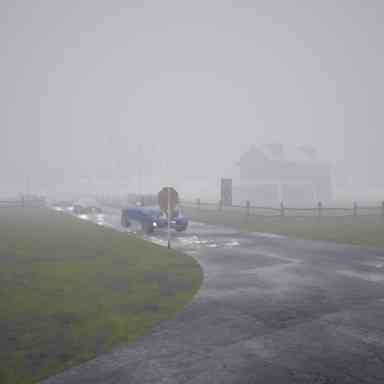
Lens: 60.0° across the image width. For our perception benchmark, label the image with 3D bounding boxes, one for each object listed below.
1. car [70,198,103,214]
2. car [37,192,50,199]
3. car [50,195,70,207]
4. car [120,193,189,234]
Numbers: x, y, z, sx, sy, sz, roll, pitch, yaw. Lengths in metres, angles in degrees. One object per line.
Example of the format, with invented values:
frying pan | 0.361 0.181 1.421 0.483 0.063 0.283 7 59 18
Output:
car | -9.989 1.305 31.797 1.812 1.442 4.674 0 0 -31
car | -35.029 0.893 79.723 2.128 1.511 4.902 0 0 -31
car | -17.069 1.205 43.861 1.812 1.442 4.674 0 0 -30
car | -2.308 1.104 18.799 2.150 2.045 5.566 0 0 -31
